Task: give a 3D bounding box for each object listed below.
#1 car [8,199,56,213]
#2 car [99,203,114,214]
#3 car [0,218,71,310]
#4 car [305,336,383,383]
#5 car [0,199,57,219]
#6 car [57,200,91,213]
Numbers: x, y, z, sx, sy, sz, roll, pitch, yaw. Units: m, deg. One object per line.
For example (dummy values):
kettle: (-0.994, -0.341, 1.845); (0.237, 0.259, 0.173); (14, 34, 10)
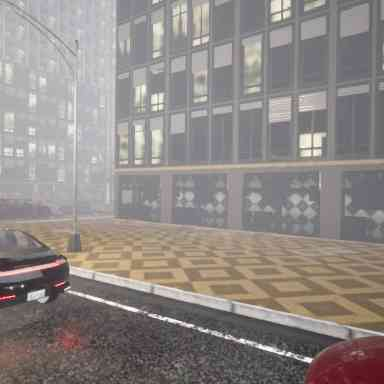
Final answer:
car: (-19.046, 1.641, 39.817); (1.752, 1.417, 4.829); (1, 0, 36)
car: (-8.751, 1.828, 39.672); (1.752, 1.417, 4.829); (1, 0, 36)
car: (-4.550, 1.488, 6.902); (4.902, 1.511, 2.128); (0, 0, 35)
car: (2.937, 1.526, 1.602); (4.674, 1.442, 1.812); (0, 0, 35)
car: (-15.532, 1.518, 30.448); (2.192, 1.841, 5.009); (1, 0, 36)
car: (-14.733, 1.716, 41.300); (1.812, 1.442, 4.674); (1, 0, 36)
